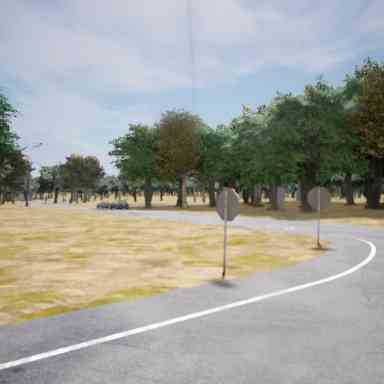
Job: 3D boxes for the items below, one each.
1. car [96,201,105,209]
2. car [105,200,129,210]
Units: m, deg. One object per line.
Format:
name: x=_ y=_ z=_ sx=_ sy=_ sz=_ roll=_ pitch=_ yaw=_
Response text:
car: x=-15.810 y=2.353 z=60.160 sx=1.994 sy=1.385 sz=4.181 roll=2 pitch=-2 yaw=-34
car: x=-12.101 y=2.034 z=54.854 sx=2.097 sy=1.767 sz=4.553 roll=2 pitch=-2 yaw=-34
